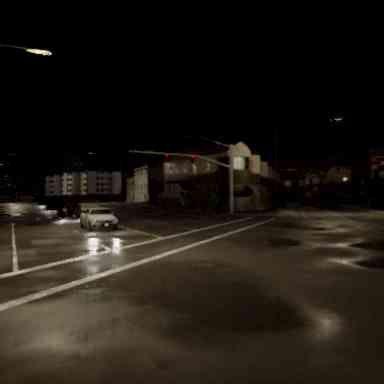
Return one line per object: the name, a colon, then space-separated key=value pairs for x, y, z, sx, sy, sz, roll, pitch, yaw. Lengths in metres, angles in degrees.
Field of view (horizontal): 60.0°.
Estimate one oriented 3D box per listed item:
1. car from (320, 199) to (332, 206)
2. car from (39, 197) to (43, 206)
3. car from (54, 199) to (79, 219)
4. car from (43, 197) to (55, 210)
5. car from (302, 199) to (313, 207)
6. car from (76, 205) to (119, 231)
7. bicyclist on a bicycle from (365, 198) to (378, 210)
car: x=26.180 y=2.064 z=64.909 sx=2.033 sy=1.411 sz=5.357 roll=-1 pitch=-1 yaw=16
car: x=-26.705 y=1.654 z=60.458 sx=2.128 sy=1.511 sz=4.902 roll=0 pitch=0 yaw=-28
car: x=-12.388 y=1.700 z=33.911 sx=2.097 sy=1.767 sz=4.553 roll=0 pitch=0 yaw=-28
car: x=-19.490 y=1.689 z=47.023 sx=1.882 sy=1.535 sz=5.008 roll=0 pitch=1 yaw=-28
car: x=22.822 y=2.090 z=65.894 sx=2.128 sy=1.511 sz=4.902 roll=-1 pitch=-1 yaw=16
car: x=-6.487 y=1.807 z=23.038 sx=1.812 sy=1.442 sz=4.674 roll=0 pitch=-1 yaw=-28
bicyclist on a bicycle: x=24.531 y=1.668 z=45.509 sx=1.656 sy=1.620 sz=0.582 roll=-1 pitch=-1 yaw=16
